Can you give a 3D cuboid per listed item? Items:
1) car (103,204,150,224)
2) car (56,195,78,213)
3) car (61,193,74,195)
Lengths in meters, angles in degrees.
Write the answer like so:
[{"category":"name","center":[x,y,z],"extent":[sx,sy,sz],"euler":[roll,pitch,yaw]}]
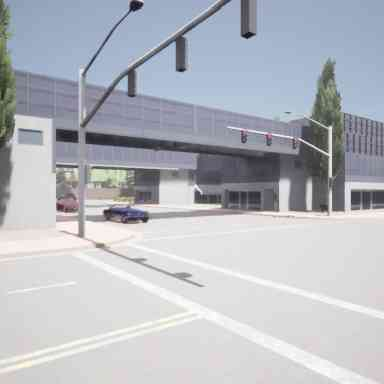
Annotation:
[{"category":"car","center":[-4.992,1.600,25.019],"extent":[1.895,1.301,4.718],"euler":[0,0,-36]},{"category":"car","center":[-13.699,1.478,36.977],"extent":[1.882,1.535,5.008],"euler":[0,1,-36]},{"category":"car","center":[-23.774,1.221,63.014],"extent":[2.150,2.045,5.566],"euler":[0,0,-36]}]
